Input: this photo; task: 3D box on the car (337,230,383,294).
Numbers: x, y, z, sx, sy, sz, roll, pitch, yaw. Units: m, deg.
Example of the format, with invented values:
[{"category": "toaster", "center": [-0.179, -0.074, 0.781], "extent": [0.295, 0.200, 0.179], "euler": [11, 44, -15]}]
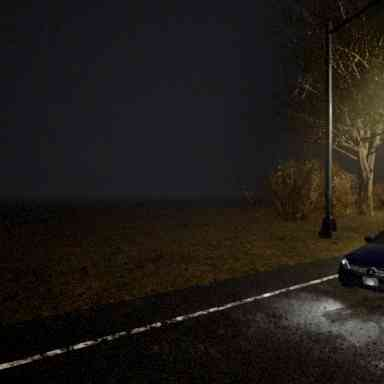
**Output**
[{"category": "car", "center": [5.422, 1.521, 8.022], "extent": [4.674, 1.442, 1.812], "euler": [0, 0, -37]}]
